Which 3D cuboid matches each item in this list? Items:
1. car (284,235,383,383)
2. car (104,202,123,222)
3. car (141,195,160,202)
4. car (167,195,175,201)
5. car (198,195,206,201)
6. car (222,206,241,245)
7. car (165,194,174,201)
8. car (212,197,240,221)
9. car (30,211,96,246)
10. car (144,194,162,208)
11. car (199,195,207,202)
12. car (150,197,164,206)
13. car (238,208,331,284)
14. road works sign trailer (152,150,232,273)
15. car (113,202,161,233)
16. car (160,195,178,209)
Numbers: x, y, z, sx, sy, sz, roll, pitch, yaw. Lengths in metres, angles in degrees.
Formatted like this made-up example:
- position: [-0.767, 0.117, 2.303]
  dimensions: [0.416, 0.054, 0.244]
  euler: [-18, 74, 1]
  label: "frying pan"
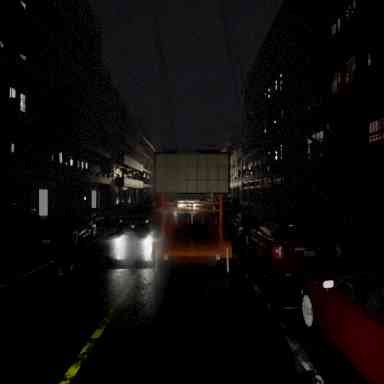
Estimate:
- position: [2.693, 1.545, 3.922]
  dimensions: [1.887, 1.381, 4.507]
  euler: [0, 0, 0]
  label: "car"
- position: [-5.681, 1.523, 26.304]
  dimensions: [1.752, 1.417, 4.829]
  euler: [0, 0, 0]
  label: "car"
- position: [-5.676, 1.432, 43.384]
  dimensions: [1.967, 1.590, 4.097]
  euler: [0, 0, 0]
  label: "car"
- position: [-5.662, 1.516, 88.475]
  dimensions: [1.887, 1.381, 4.507]
  euler: [0, 0, 0]
  label: "car"
- position: [2.719, 1.516, 88.468]
  dimensions: [1.887, 1.381, 4.507]
  euler: [0, 0, 0]
  label: "car"
- position: [2.696, 1.550, 15.195]
  dimensions: [2.008, 1.369, 4.403]
  euler: [0, 0, 0]
  label: "car"
- position: [-5.663, 1.415, 82.838]
  dimensions: [1.967, 1.590, 4.097]
  euler: [0, 0, 0]
  label: "car"
- position: [2.701, 1.312, 26.468]
  dimensions: [2.192, 1.841, 5.009]
  euler: [0, 0, 0]
  label: "car"
- position: [-5.685, 1.565, 15.200]
  dimensions: [1.947, 1.339, 4.313]
  euler: [0, 0, 0]
  label: "car"
- position: [-5.673, 1.305, 49.020]
  dimensions: [2.192, 1.841, 5.009]
  euler: [0, 0, 0]
  label: "car"
- position: [2.715, 1.503, 77.365]
  dimensions: [1.752, 1.417, 4.829]
  euler: [0, 0, 0]
  label: "car"
- position: [-5.673, 1.570, 54.657]
  dimensions: [1.802, 1.307, 4.206]
  euler: [0, 0, 0]
  label: "car"
- position: [2.694, 1.440, 9.559]
  dimensions: [1.967, 1.590, 4.097]
  euler: [0, 0, 0]
  label: "car"
- position: [0.003, 0.464, 10.692]
  dimensions: [2.380, 3.560, 2.880]
  euler: [0, 0, 0]
  label: "road works sign trailer"
- position: [-3.081, 1.524, 19.625]
  dimensions: [1.812, 1.442, 4.674]
  euler: [0, 0, 0]
  label: "car"
- position: [-2.986, 1.496, 45.611]
  dimensions: [1.837, 1.490, 4.892]
  euler: [0, 0, 0]
  label: "car"
